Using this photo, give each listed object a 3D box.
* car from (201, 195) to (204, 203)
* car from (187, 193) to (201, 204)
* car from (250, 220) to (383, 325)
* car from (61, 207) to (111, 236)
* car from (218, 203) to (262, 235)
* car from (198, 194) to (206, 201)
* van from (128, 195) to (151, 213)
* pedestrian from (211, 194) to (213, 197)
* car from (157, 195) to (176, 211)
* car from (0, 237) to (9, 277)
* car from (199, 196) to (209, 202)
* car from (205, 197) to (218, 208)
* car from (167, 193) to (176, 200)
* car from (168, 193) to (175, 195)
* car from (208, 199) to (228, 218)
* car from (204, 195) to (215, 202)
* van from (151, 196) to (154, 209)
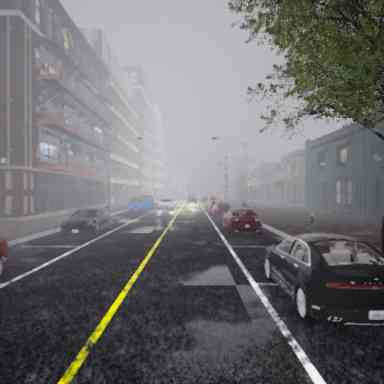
[{"bbox_3d":[2.675,1.523,69.643,1.802,1.307,4.206,0,0,0],"label":"car"},{"bbox_3d":[-0.010,1.433,60.283,2.128,1.511,4.902,0,0,0],"label":"car"},{"bbox_3d":[2.686,1.538,6.980,2.008,1.369,4.403,0,0,0],"label":"car"},{"bbox_3d":[-5.696,1.535,18.373,1.947,1.339,4.313,0,0,0],"label":"car"},{"bbox_3d":[2.684,1.514,18.372,1.887,1.381,4.507,0,0,0],"label":"car"},{"bbox_3d":[2.671,1.389,86.733,1.967,1.590,4.097,0,0,0],"label":"car"},{"bbox_3d":[-5.701,1.294,35.465,1.690,1.788,3.998,0,0,0],"label":"van"},{"bbox_3d":[2.992,1.238,49.651,0.375,1.860,0.375,0,0,0],"label":"pedestrian"},{"bbox_3d":[-3.102,1.476,40.208,1.812,1.442,4.674,0,0,0],"label":"car"},{"bbox_3d":[-5.694,1.532,6.981,1.887,1.381,4.507,0,0,0],"label":"car"},{"bbox_3d":[2.675,1.509,75.340,1.947,1.339,4.313,0,0,0],"label":"car"},{"bbox_3d":[2.681,1.498,35.463,1.887,1.381,4.507,0,0,0],"label":"car"},{"bbox_3d":[-5.711,1.268,92.432,2.192,1.841,5.009,0,0,0],"label":"car"},{"bbox_3d":[-5.707,1.528,81.038,1.802,1.307,4.206,0,0,0],"label":"car"},{"bbox_3d":[2.682,1.539,29.766,1.802,1.307,4.206,0,0,0],"label":"car"},{"bbox_3d":[2.992,1.402,46.662,1.801,1.575,5.366,0,0,0],"label":"car"},{"bbox_3d":[-5.702,1.291,41.161,1.690,1.788,3.998,0,0,0],"label":"van"}]
